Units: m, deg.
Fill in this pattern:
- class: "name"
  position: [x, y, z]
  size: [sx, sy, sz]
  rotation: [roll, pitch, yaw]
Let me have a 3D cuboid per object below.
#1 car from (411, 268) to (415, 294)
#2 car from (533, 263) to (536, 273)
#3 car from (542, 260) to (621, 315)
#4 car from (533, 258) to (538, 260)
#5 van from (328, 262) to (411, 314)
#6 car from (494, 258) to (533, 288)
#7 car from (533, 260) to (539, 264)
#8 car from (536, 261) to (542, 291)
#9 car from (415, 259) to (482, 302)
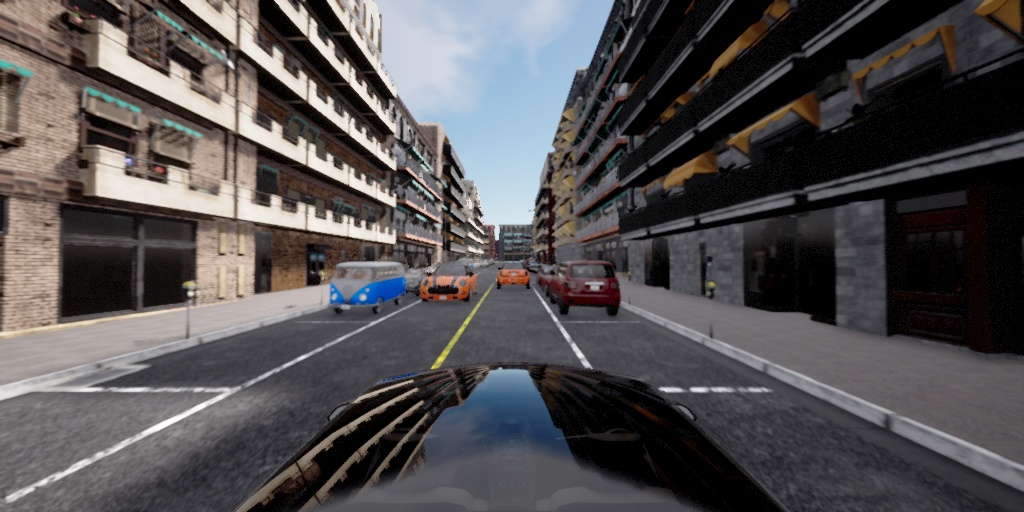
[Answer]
- class: "car"
  position: [-5.314, 1.335, 19.104]
  size: [2.007, 1.370, 4.403]
  rotation: [0, 0, 0]
- class: "car"
  position: [2.568, 1.384, 24.698]
  size: [1.802, 1.307, 4.207]
  rotation: [0, 0, 0]
- class: "car"
  position: [2.566, 1.082, 13.574]
  size: [2.192, 1.841, 5.009]
  rotation: [0, 0, 0]
- class: "car"
  position: [2.569, 1.201, 46.954]
  size: [2.192, 1.841, 5.009]
  rotation: [0, 0, 0]
- class: "van"
  position: [-5.315, 1.108, 13.540]
  size: [1.690, 1.789, 3.998]
  rotation: [0, 0, 0]
- class: "car"
  position: [0.100, 1.152, 24.144]
  size: [2.097, 1.767, 4.553]
  rotation: [0, 0, 0]
- class: "car"
  position: [2.569, 1.430, 41.389]
  size: [1.948, 1.339, 4.313]
  rotation: [0, 0, 0]
- class: "car"
  position: [2.567, 1.223, 19.137]
  size: [1.967, 1.591, 4.097]
  rotation: [0, 0, 0]
- class: "car"
  position: [-2.829, 1.130, 16.977]
  size: [2.097, 1.767, 4.553]
  rotation: [0, 0, 0]
